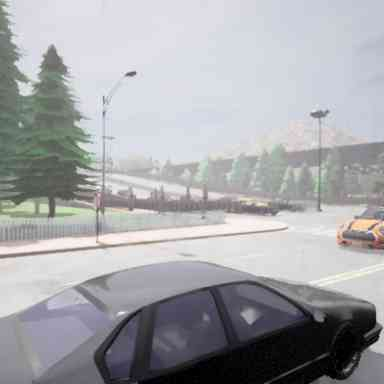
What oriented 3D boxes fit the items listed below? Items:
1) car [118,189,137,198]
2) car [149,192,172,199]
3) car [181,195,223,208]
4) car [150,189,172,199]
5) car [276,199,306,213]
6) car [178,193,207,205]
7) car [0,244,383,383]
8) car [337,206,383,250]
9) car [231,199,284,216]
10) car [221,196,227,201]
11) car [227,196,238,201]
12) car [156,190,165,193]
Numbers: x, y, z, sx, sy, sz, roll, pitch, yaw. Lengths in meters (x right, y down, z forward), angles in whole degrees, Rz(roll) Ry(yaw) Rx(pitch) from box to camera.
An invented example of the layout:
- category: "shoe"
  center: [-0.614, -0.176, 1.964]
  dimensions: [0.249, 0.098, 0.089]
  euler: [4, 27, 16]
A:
- category: "car"
  center: [-11.101, 0.353, 56.900]
  dimensions: [1.837, 1.490, 4.892]
  euler: [0, 6, -37]
- category: "car"
  center: [-5.023, 1.224, 48.782]
  dimensions: [1.994, 1.385, 4.181]
  euler: [0, 3, -37]
- category: "car"
  center: [0.997, 1.524, 40.833]
  dimensions: [2.128, 1.511, 4.902]
  euler: [0, 1, -37]
- category: "car"
  center: [-5.807, 0.418, 61.526]
  dimensions: [1.895, 1.301, 4.718]
  euler: [0, 6, -36]
- category: "car"
  center: [11.086, 1.576, 39.128]
  dimensions: [2.128, 1.511, 4.902]
  euler: [0, 0, -37]
- category: "car"
  center: [0.083, 1.121, 53.643]
  dimensions: [2.128, 1.511, 4.902]
  euler: [0, 3, -37]
- category: "car"
  center: [-0.003, 1.554, 3.745]
  dimensions: [5.357, 1.411, 2.033]
  euler: [0, 0, -36]
- category: "car"
  center: [8.098, 1.397, 13.948]
  dimensions: [4.553, 1.767, 2.097]
  euler: [0, 0, -36]
- category: "car"
  center: [6.504, 1.671, 33.520]
  dimensions: [1.895, 1.301, 4.718]
  euler: [0, 0, -36]
- category: "car"
  center: [5.605, 1.372, 46.340]
  dimensions: [2.097, 1.767, 4.553]
  euler: [0, 1, -37]
- category: "car"
  center: [6.810, 1.550, 38.968]
  dimensions: [1.882, 1.535, 5.008]
  euler: [0, 0, -37]
- category: "car"
  center: [-4.946, 0.926, 54.501]
  dimensions: [1.994, 1.385, 4.181]
  euler: [0, 4, -37]
